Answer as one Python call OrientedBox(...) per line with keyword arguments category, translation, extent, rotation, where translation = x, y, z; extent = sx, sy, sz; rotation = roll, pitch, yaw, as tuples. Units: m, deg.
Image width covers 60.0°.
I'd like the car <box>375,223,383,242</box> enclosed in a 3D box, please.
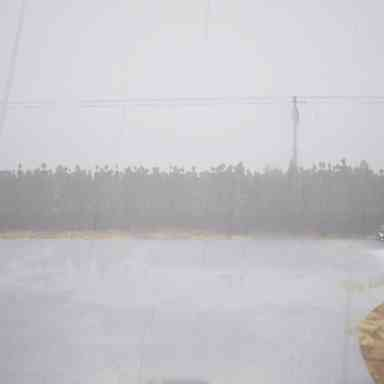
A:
OrientedBox(category="car", translation=(10.020, 1.490, 13.370), extent=(4.892, 1.490, 1.837), rotation=(0, 0, 0))
